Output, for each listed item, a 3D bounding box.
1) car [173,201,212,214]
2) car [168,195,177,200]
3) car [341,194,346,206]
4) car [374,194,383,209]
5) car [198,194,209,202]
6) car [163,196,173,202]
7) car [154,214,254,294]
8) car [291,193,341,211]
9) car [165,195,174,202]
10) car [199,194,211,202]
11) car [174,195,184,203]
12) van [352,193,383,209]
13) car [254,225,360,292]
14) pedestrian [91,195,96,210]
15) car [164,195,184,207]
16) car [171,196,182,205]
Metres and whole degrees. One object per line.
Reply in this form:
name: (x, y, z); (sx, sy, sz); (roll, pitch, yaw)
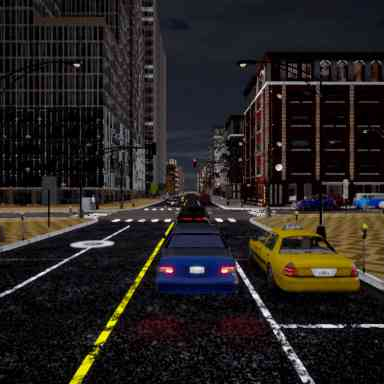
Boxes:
car: (0.086, 1.505, 18.654); (1.837, 1.490, 4.892); (0, 0, 0)
car: (-5.305, 1.558, 91.376); (2.008, 1.369, 4.403); (0, 0, 0)
car: (15.318, 1.095, 38.953); (5.009, 1.841, 2.192); (-1, 1, -1)
car: (23.092, 1.214, 36.583); (4.674, 1.442, 1.812); (-1, 0, 0)
car: (2.573, 1.320, 74.597); (2.192, 1.841, 5.009); (0, 0, 0)
car: (-5.307, 1.556, 74.597); (2.008, 1.369, 4.403); (0, 0, 0)
car: (0.098, 1.547, 8.913); (2.033, 1.411, 5.357); (0, 0, 0)
car: (13.290, 1.162, 36.452); (4.553, 1.767, 2.097); (-1, 0, -1)
car: (-5.307, 1.550, 80.190); (1.887, 1.381, 4.507); (0, 0, 0)
car: (2.571, 1.318, 63.411); (2.192, 1.841, 5.009); (0, 0, 0)
car: (-2.741, 1.482, 71.367); (1.882, 1.535, 5.008); (0, 0, 0)
van: (20.974, 1.050, 39.012); (3.998, 1.788, 1.690); (-1, 1, -1)
car: (2.565, 1.525, 8.764); (1.752, 1.417, 4.829); (0, 0, 0)
pedestrian: (-12.343, 1.270, 41.603); (0.375, 1.860, 0.375); (0, 1, -1)
car: (-2.837, 1.494, 51.254); (2.128, 1.511, 4.902); (0, 0, 0)
car: (-2.810, 1.529, 60.881); (1.812, 1.442, 4.674); (0, 0, 0)
